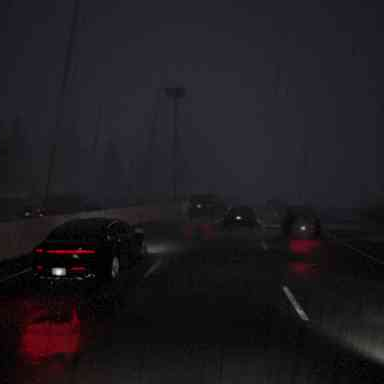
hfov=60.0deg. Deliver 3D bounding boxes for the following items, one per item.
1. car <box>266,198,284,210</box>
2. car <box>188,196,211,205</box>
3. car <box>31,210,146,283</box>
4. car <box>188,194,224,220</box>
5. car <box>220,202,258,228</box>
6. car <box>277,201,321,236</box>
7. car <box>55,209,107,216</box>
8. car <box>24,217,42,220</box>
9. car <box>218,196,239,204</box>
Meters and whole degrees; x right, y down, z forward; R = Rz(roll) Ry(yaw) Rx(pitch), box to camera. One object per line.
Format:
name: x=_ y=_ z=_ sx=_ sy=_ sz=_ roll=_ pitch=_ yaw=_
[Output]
car: x=10.437 y=1.474 z=40.891 sx=2.128 sy=1.511 sz=4.902 roll=0 pitch=0 yaw=27
car: x=1.414 y=1.437 z=60.276 sx=1.837 sy=1.490 sz=4.892 roll=0 pitch=0 yaw=34
car: x=-2.658 y=1.486 z=9.660 sx=1.837 sy=1.490 sz=4.892 roll=0 pitch=0 yaw=6
car: x=1.362 y=1.192 z=28.294 sx=2.150 sy=2.045 sz=5.566 roll=0 pitch=0 yaw=18
car: x=3.330 y=1.548 z=22.358 sx=1.994 sy=1.385 sz=4.181 roll=0 pitch=0 yaw=14
car: x=5.961 y=1.501 z=18.609 sx=1.837 sy=1.490 sz=4.892 roll=0 pitch=0 yaw=12
car: x=-7.485 y=1.515 z=23.234 sx=1.994 sy=1.385 sz=4.181 roll=0 pitch=0 yaw=14
car: x=-10.573 y=1.160 z=25.463 sx=2.150 sy=2.045 sz=5.566 roll=0 pitch=0 yaw=15
car: x=6.847 y=1.473 z=61.938 sx=1.812 sy=1.442 sz=4.674 roll=0 pitch=0 yaw=36
